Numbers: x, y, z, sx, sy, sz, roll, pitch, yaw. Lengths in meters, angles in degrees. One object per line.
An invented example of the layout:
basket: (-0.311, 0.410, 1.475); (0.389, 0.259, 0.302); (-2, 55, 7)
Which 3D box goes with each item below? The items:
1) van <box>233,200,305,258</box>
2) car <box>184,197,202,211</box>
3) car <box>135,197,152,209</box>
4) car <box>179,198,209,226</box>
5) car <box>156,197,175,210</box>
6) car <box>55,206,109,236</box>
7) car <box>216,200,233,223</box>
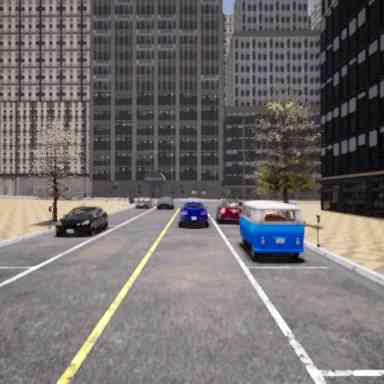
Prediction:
van: (2.708, 1.254, 12.035); (1.690, 1.788, 3.998); (1, 0, 0)
car: (0.120, 1.325, 37.736); (1.895, 1.301, 4.718); (0, 0, 0)
car: (-5.790, 1.256, 40.258); (2.008, 1.369, 4.403); (1, 0, 0)
car: (0.111, 1.367, 21.825); (1.812, 1.442, 4.674); (0, 1, 0)
car: (-2.984, 1.265, 38.670); (2.033, 1.411, 5.357); (0, 0, 0)
car: (-5.673, 1.438, 17.690); (1.947, 1.339, 4.313); (1, 0, 0)
car: (2.712, 1.271, 23.318); (1.967, 1.590, 4.097); (1, 0, 0)
